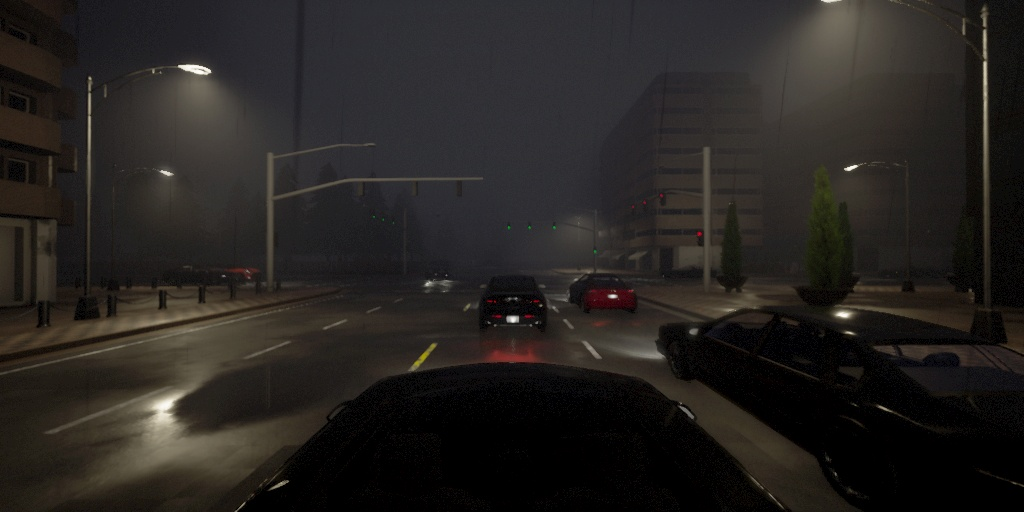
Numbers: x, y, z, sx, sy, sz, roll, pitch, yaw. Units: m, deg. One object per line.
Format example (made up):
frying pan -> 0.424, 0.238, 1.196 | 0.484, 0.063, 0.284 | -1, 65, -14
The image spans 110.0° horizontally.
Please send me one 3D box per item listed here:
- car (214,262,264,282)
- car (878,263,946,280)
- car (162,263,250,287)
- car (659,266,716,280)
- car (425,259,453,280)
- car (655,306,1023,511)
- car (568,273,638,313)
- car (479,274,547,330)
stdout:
car -> -23.357, 1.324, 29.824 | 4.553, 1.767, 2.097 | 0, 0, -1
car -> 38.010, 1.590, 34.185 | 4.718, 1.301, 1.895 | 0, 0, -1
car -> -22.659, 1.442, 26.329 | 4.902, 1.511, 2.128 | 0, 0, -1
car -> 16.510, 1.591, 33.934 | 4.718, 1.301, 1.895 | 0, 0, -2
car -> -7.042, 1.331, 35.265 | 2.150, 2.045, 5.566 | 1, 0, -3
car -> 3.589, 1.311, 4.215 | 2.033, 1.411, 5.357 | 0, 0, 0
car -> 3.516, 1.388, 14.516 | 1.994, 1.385, 4.181 | 0, 0, 0
car -> 0.025, 1.312, 11.325 | 1.837, 1.490, 4.892 | 0, 0, 0
